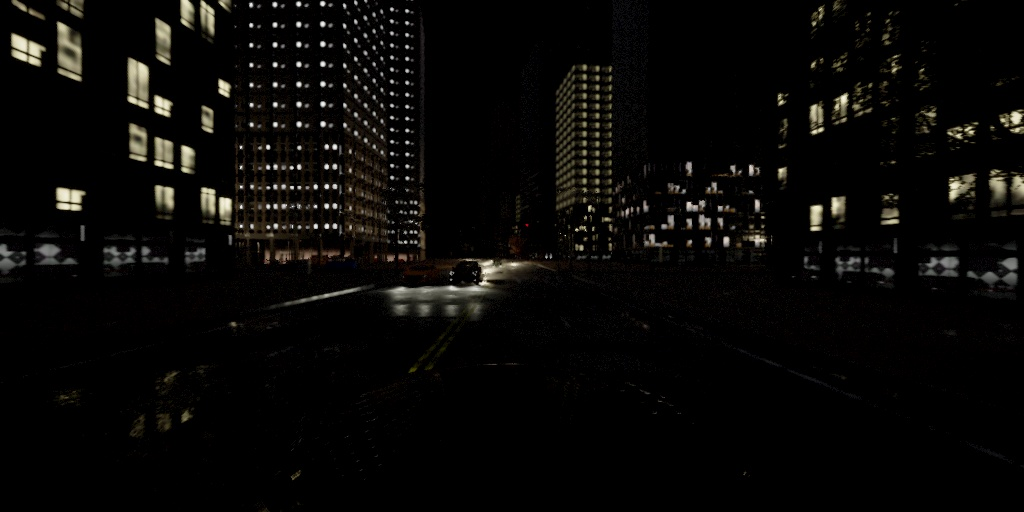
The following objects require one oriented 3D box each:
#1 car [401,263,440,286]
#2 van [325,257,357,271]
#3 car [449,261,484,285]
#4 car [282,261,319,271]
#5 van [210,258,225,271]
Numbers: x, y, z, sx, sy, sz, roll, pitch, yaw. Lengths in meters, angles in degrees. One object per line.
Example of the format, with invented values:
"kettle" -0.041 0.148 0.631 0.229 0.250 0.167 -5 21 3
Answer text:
"car" -6.534 1.285 26.139 1.882 1.535 5.008 0 0 0
"van" -22.632 1.054 47.628 3.998 1.789 1.690 0 0 1
"car" -3.282 1.159 26.286 2.097 1.767 4.553 0 0 0
"car" -28.170 1.233 47.677 4.507 1.381 1.888 0 0 1
"van" -33.916 1.053 39.416 3.998 1.789 1.690 0 0 1
